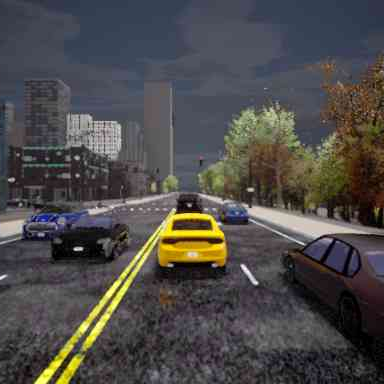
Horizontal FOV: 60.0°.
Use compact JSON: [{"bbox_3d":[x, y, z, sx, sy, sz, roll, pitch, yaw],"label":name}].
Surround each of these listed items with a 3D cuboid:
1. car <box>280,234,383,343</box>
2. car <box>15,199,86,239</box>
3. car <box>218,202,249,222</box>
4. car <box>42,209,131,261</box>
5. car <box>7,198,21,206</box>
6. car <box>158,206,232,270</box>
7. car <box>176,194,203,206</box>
[{"bbox_3d":[3.292,1.533,6.468,2.033,1.411,5.357,0,0,-1],"label":"car"},{"bbox_3d":[-6.779,1.319,17.126,2.097,1.767,4.553,0,0,-1],"label":"car"},{"bbox_3d":[3.069,1.495,25.370,2.033,1.411,5.357,0,0,-1],"label":"car"},{"bbox_3d":[-3.469,1.541,12.112,1.994,1.385,4.181,0,0,-1],"label":"car"},{"bbox_3d":[-28.931,1.715,54.353,4.403,1.369,2.008,-1,1,-1],"label":"car"},{"bbox_3d":[-0.013,1.455,11.033,1.882,1.535,5.008,0,0,-1],"label":"car"},{"bbox_3d":[-0.222,1.163,28.685,2.150,2.045,5.566,0,0,-1],"label":"car"}]
